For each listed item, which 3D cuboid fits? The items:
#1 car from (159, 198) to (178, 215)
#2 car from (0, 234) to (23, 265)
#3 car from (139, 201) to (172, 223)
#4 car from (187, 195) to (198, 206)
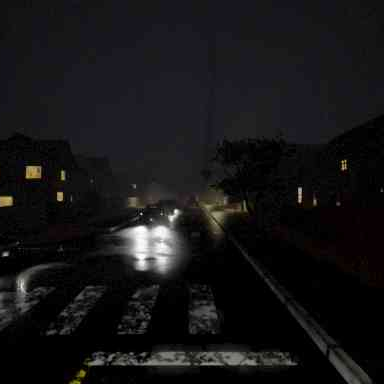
[{"bbox_3d":[-2.860,1.548,35.699,1.882,1.535,5.008,0,0,0],"label":"car"},{"bbox_3d":[-7.397,1.512,9.951,4.674,1.442,1.812,-1,-3,17],"label":"car"},{"bbox_3d":[-2.857,1.642,25.623,1.895,1.301,4.718,0,0,0],"label":"car"},{"bbox_3d":[0.081,1.674,57.203,1.837,1.490,4.892,0,0,0],"label":"car"}]
